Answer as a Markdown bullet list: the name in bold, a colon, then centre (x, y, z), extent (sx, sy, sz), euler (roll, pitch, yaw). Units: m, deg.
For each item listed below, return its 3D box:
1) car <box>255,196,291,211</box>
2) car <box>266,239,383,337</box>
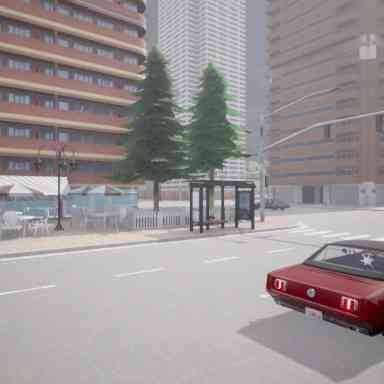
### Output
- **car**: centre (10.023, 1.603, 42.746), extent (2.033, 1.411, 5.357), euler (0, 0, -36)
- **car**: centre (3.697, 1.601, 6.444), extent (4.718, 1.301, 1.895), euler (0, 0, -36)
